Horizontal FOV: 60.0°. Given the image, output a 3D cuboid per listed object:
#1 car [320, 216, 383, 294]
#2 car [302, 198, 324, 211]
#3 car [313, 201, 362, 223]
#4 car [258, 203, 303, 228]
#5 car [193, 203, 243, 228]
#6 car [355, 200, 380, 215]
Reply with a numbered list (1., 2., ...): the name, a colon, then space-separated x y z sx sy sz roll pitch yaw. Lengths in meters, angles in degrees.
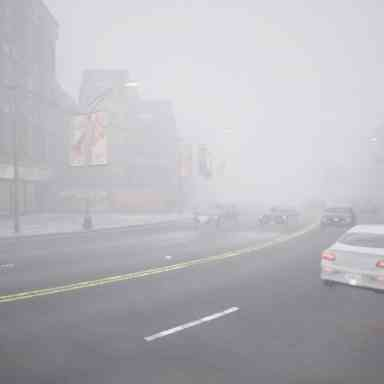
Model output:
1. car: 4.727 1.522 8.244 1.812 1.442 4.674 0 0 42
2. car: 14.566 1.454 40.086 1.882 1.535 5.008 0 0 5
3. car: 8.988 1.537 20.260 2.033 1.411 5.357 0 0 28
4. car: 5.882 1.587 22.186 1.895 1.301 4.718 0 0 27
5. car: 1.829 1.475 22.083 2.128 1.511 4.902 0 0 29
6. car: 17.346 1.531 33.965 2.033 1.411 5.357 0 0 10
